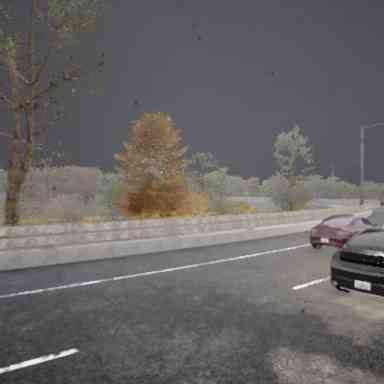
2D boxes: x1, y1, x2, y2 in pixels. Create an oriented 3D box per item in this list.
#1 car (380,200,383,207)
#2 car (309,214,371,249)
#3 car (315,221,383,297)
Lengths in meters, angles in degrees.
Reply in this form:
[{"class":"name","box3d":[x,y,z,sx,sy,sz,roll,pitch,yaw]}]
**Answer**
[{"class":"car","box3d":[35.826,1.840,60.424,2.097,1.767,4.553,0,-1,15]},{"class":"car","box3d":[6.717,1.677,14.139,4.674,1.442,1.812,1,-1,-43]},{"class":"car","box3d":[5.181,1.597,8.099,4.892,1.490,1.837,1,-1,-41]}]
